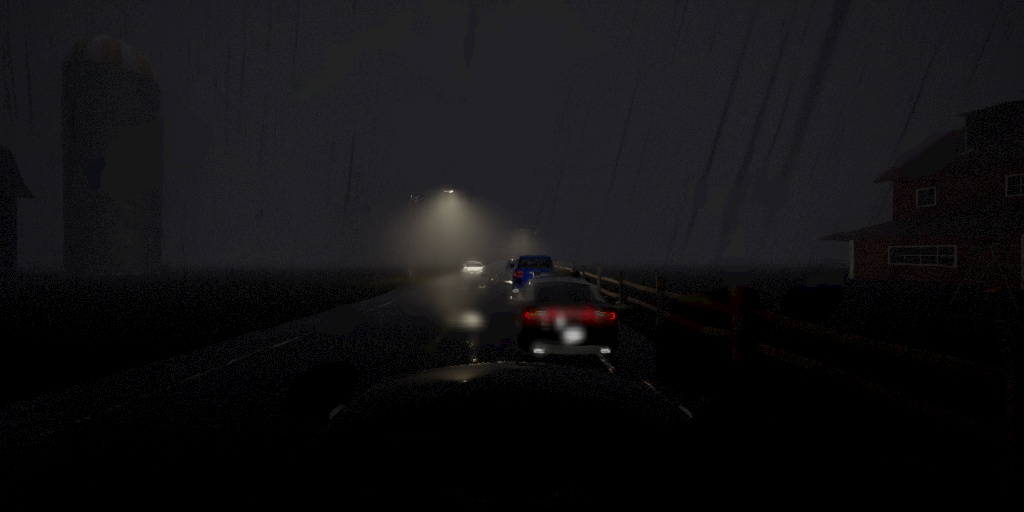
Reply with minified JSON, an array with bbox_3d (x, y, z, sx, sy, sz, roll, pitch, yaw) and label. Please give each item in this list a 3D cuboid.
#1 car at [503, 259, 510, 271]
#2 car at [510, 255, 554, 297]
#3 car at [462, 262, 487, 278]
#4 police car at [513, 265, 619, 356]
[{"bbox_3d":[0.153,1.271,50.385,1.882,1.535,5.008,0,0,1],"label":"car"},{"bbox_3d":[1.088,0.978,18.693,2.150,2.045,5.566,0,0,0],"label":"car"},{"bbox_3d":[-3.530,1.294,34.499,1.812,1.442,4.674,0,0,0],"label":"car"},{"bbox_3d":[1.067,1.175,8.771,1.930,1.638,5.238,0,0,0],"label":"police car"}]
